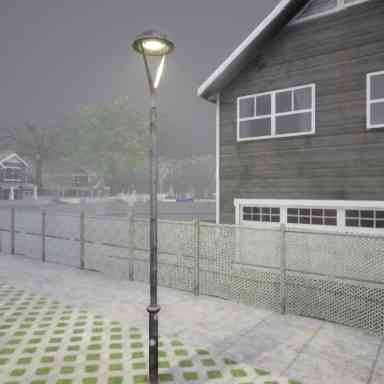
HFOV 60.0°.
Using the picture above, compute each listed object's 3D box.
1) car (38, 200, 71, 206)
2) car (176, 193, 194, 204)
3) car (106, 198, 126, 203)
[{"bbox_3d":[-13.999,1.579,33.077,2.128,1.511,4.902,0,0,22],"label":"car"},{"bbox_3d":[-1.314,1.228,61.653,2.150,2.045,5.566,0,0,15],"label":"car"},{"bbox_3d":[-10.155,1.613,43.273,1.837,1.490,4.892,0,0,19],"label":"car"}]
